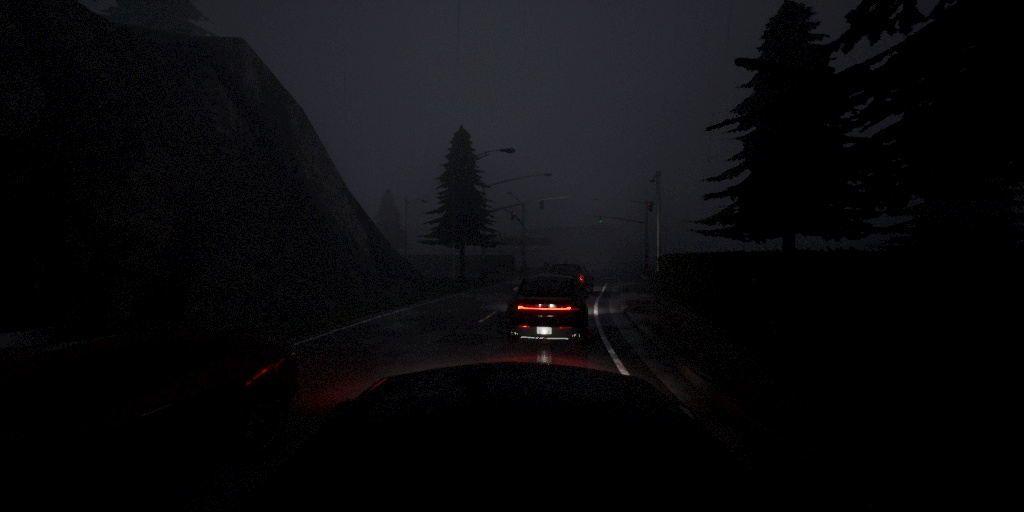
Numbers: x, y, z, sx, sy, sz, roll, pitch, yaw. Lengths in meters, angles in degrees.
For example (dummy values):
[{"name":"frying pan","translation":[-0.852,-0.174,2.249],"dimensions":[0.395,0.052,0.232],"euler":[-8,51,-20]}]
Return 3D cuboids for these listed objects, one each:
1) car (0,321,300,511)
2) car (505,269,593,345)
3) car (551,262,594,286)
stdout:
[{"name":"car","translation":[-3.414,1.276,2.332],"dimensions":[1.812,1.442,4.674],"euler":[0,0,3]},{"name":"car","translation":[1.019,1.255,9.614],"dimensions":[1.837,1.490,4.892],"euler":[0,0,9]},{"name":"car","translation":[3.019,1.102,18.538],"dimensions":[2.097,1.767,4.553],"euler":[0,0,17]}]
